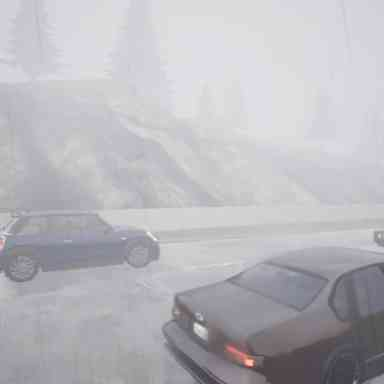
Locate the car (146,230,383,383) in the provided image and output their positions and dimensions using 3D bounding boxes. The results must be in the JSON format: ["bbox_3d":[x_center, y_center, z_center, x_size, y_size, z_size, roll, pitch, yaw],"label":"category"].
[{"bbox_3d":[2.264,1.560,4.832,5.357,1.411,2.033,0,0,-30],"label":"car"}]

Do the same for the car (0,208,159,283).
[{"bbox_3d":[-3.236,1.327,9.726,4.553,1.767,2.097,0,0,-31],"label":"car"}]

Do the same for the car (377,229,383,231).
[{"bbox_3d":[9.189,1.658,12.665,4.718,1.301,1.895,0,0,-29],"label":"car"}]
